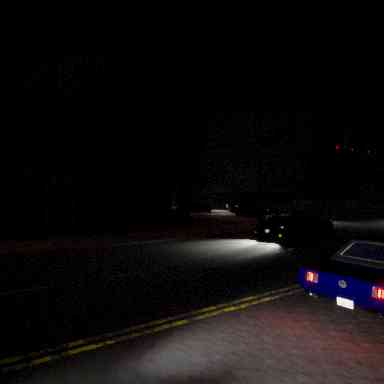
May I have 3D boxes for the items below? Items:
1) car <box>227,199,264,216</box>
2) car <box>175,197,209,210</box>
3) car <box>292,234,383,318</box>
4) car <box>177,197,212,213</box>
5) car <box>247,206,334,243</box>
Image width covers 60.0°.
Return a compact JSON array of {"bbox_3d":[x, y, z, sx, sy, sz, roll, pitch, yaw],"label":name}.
[{"bbox_3d":[5.758,1.601,30.322,1.895,1.301,4.718,0,0,-36],"label":"car"},{"bbox_3d":[-0.102,1.491,44.505,2.128,1.511,4.902,0,0,-36],"label":"car"},{"bbox_3d":[4.427,1.601,6.925,4.718,1.301,1.895,0,0,-35],"label":"car"},{"bbox_3d":[0.274,1.478,37.959,1.882,1.535,5.008,0,0,-36],"label":"car"},{"bbox_3d":[5.004,1.564,16.158,4.181,1.385,1.994,0,0,-36],"label":"car"}]
